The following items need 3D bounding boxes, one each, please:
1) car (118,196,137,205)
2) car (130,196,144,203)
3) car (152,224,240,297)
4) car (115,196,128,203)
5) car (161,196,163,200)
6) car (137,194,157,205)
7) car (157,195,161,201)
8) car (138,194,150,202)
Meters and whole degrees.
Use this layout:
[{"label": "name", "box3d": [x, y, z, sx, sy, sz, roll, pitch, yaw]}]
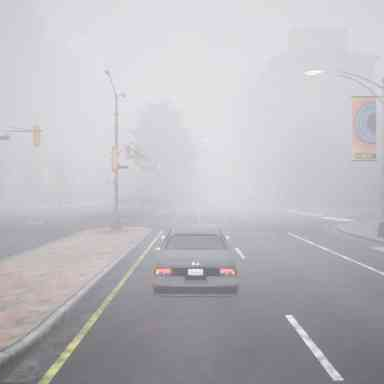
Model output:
[{"label": "car", "box3d": [-11.494, 1.491, 59.591, 2.128, 1.511, 4.902, 0, 0, 0]}, {"label": "car", "box3d": [-11.412, 1.525, 69.512, 2.128, 1.511, 4.902, 0, 0, 0]}, {"label": "car", "box3d": [0.085, 1.547, 8.746, 2.033, 1.411, 5.357, 0, 0, 0]}, {"label": "car", "box3d": [-14.662, 1.595, 69.394, 1.895, 1.301, 4.718, 0, 0, 0]}, {"label": "car", "box3d": [-7.902, 1.500, 77.753, 1.837, 1.490, 4.892, 0, 0, 0]}, {"label": "car", "box3d": [-7.998, 1.564, 58.907, 1.994, 1.385, 4.181, 0, 0, 1]}, {"label": "car", "box3d": [-7.933, 1.526, 67.424, 1.812, 1.442, 4.674, 0, 0, 1]}, {"label": "car", "box3d": [-11.399, 1.355, 79.524, 2.097, 1.767, 4.553, 0, 0, 0]}]
